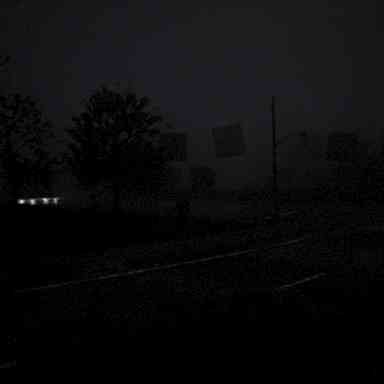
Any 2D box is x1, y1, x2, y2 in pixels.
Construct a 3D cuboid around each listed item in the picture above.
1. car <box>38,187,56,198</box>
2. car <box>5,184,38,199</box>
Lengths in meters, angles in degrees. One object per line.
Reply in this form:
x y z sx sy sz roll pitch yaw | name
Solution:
-23.103 -0.012 51.739 5.008 1.535 1.882 3 4 38 | car
-25.551 -0.177 49.208 5.566 2.045 2.150 3 4 38 | car
